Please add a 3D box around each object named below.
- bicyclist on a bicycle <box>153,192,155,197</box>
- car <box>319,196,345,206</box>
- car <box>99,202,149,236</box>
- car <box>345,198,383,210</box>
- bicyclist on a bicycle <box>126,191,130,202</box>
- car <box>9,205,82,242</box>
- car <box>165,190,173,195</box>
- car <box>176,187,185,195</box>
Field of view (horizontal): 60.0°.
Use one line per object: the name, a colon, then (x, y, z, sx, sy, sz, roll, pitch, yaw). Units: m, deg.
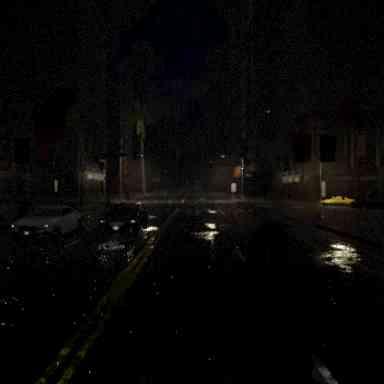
bicyclist on a bicycle: (-8.734, 0.536, 76.639, 0.582, 1.620, 1.656, 0, 1, 0)
car: (20.587, 1.296, 47.070, 4.829, 1.417, 1.752, 1, 0, 0)
car: (-3.343, 1.298, 17.036, 2.128, 1.511, 4.902, 0, 1, 0)
car: (20.728, 1.389, 38.542, 4.507, 1.381, 1.887, 1, 0, 0)
bicyclist on a bicycle: (-8.797, 0.764, 45.438, 0.659, 1.776, 1.843, 0, 1, -1)
car: (-6.602, 1.348, 15.603, 1.812, 1.442, 4.674, 0, 1, 0)
car: (-6.510, 0.079, 93.472, 1.895, 1.301, 4.718, 0, 1, 0)
car: (-3.260, -0.290, 93.467, 2.150, 2.045, 5.566, 0, 1, 0)
